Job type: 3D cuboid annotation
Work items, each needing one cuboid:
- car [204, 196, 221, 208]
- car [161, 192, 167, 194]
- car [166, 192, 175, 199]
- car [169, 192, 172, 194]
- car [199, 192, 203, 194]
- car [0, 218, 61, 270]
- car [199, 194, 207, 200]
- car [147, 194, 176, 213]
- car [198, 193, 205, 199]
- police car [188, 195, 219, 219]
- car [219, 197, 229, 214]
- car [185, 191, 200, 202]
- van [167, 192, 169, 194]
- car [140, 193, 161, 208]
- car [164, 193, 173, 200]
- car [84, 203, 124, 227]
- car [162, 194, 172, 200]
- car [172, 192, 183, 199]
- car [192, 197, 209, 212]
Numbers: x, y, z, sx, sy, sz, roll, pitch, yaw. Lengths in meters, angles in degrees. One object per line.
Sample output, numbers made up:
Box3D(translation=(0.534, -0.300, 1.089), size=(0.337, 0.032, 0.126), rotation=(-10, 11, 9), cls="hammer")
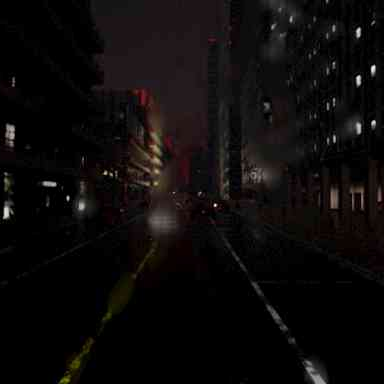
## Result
Box3D(translation=(2.674, 1.335, 44.196), size=(1.887, 1.381, 4.507), rotation=(1, 0, 0), cls="car")
Box3D(translation=(-5.712, 1.175, 55.209), size=(1.967, 1.590, 4.097), rotation=(1, 0, 0), cls="car")
Box3D(translation=(-5.737, 0.882, 88.488), size=(2.192, 1.841, 5.009), rotation=(1, 0, 0), cls="car")
Box3D(translation=(-5.718, 0.994, 66.301), size=(2.192, 1.841, 5.009), rotation=(1, 0, 0), cls="car")
Box3D(translation=(2.661, 1.257, 60.840), size=(2.008, 1.369, 4.403), rotation=(1, 0, 0), cls="car")
Box3D(translation=(-5.684, 1.532, 10.834), size=(1.802, 1.307, 4.206), rotation=(1, 0, 0), cls="car")
Box3D(translation=(2.645, 1.177, 83.032), size=(1.802, 1.307, 4.206), rotation=(1, 0, 0), cls="car")
Box3D(translation=(-3.121, 1.325, 35.155), size=(2.128, 1.511, 4.902), rotation=(0, 0, 0), cls="car")
Box3D(translation=(2.640, 0.979, 94.127), size=(1.967, 1.590, 4.097), rotation=(1, 0, 0), cls="car")
Box3D(translation=(0.880, 1.295, 27.685), size=(1.930, 1.638, 5.238), rotation=(0, 0, 0), cls="police car")
Box3D(translation=(2.681, 1.388, 33.100), size=(1.887, 1.381, 4.507), rotation=(1, 0, 0), cls="car")
Box3D(translation=(-0.045, 0.915, 63.210), size=(2.150, 2.045, 5.566), rotation=(0, 0, 0), cls="car")
Box3D(translation=(-5.714, 1.048, 60.755), size=(1.690, 1.788, 3.998), rotation=(1, 0, 0), cls="van")
Box3D(translation=(-5.705, 1.230, 44.114), size=(1.967, 1.590, 4.097), rotation=(1, 0, 0), cls="car")
Box3D(translation=(-5.732, 1.036, 82.942), size=(1.967, 1.590, 4.097), rotation=(1, 0, 0), cls="car")
Box3D(translation=(-5.691, 1.442, 21.929), size=(1.887, 1.381, 4.507), rotation=(1, 0, 0), cls="car")
Box3D(translation=(-5.730, 1.174, 77.396), size=(2.008, 1.369, 4.403), rotation=(1, 0, 0), cls="car")
Box3D(translation=(-3.053, 0.705, 75.972), size=(2.097, 1.767, 4.553), rotation=(0, 0, 0), cls="car")
Box3D(translation=(0.853, 1.348, 37.577), size=(1.812, 1.442, 4.674), rotation=(0, 0, 0), cls="car")
